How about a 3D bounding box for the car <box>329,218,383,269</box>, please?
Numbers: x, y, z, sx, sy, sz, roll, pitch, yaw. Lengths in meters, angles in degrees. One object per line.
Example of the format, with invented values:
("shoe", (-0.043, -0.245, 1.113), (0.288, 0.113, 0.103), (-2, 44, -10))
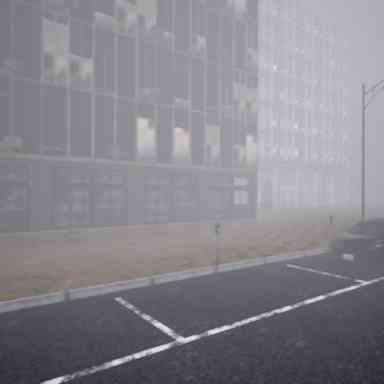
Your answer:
("car", (6.421, 1.562, 11.155), (4.313, 1.339, 1.947), (0, 0, -36))
